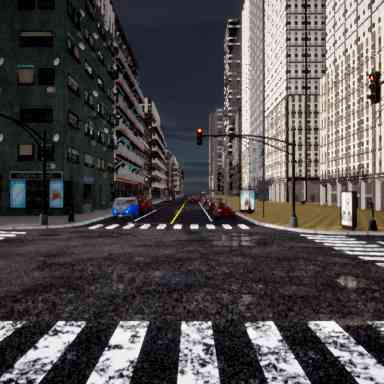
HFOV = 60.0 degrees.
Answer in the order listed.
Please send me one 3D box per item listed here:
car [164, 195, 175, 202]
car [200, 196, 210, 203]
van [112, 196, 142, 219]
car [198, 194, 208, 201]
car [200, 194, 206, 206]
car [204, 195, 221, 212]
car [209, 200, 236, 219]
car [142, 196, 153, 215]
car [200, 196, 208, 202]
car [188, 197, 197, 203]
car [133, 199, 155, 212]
[{"bbox_3d":[-5.604,1.492,78.141,1.967,1.590,4.097,0,0,0],"label":"car"},{"bbox_3d":[2.770,1.590,72.605,1.887,1.381,4.507,0,0,0],"label":"car"},{"bbox_3d":[-5.653,1.351,28.393,1.690,1.788,3.998,0,0,0],"label":"van"},{"bbox_3d":[2.782,1.373,83.660,2.192,1.841,5.009,0,0,0],"label":"car"},{"bbox_3d":[2.754,1.468,56.022,1.967,1.590,4.097,0,0,0],"label":"car"},{"bbox_3d":[2.738,1.456,39.439,1.967,1.590,4.097,0,0,0],"label":"car"},{"bbox_3d":[2.726,1.591,28.383,1.802,1.307,4.206,0,0,0],"label":"car"},{"bbox_3d":[-5.648,1.327,33.921,2.192,1.841,5.009,0,0,0],"label":"car"},{"bbox_3d":[2.775,1.634,78.132,1.802,1.307,4.206,0,0,0],"label":"car"},{"bbox_3d":[0.169,1.643,69.688,1.895,1.301,4.718,0,0,0],"label":"car"},{"bbox_3d":[-5.644,1.560,39.449,1.887,1.381,4.507,0,0,0],"label":"car"}]
